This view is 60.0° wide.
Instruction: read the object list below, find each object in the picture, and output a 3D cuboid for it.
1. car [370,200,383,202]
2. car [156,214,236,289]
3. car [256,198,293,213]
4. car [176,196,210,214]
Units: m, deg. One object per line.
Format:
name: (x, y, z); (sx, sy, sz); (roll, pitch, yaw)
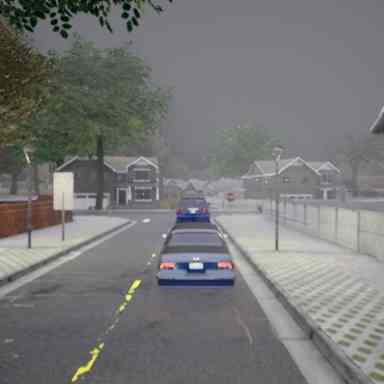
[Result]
car: (23.113, 1.763, 41.418); (4.892, 1.490, 1.837); (0, 0, -15)
car: (0.088, 1.582, 9.361); (2.033, 1.411, 5.357); (0, 0, 0)
car: (9.723, 1.534, 38.235); (4.553, 1.767, 2.097); (0, 0, -13)
car: (0.082, 1.307, 22.951); (2.150, 2.045, 5.566); (0, 0, 0)
